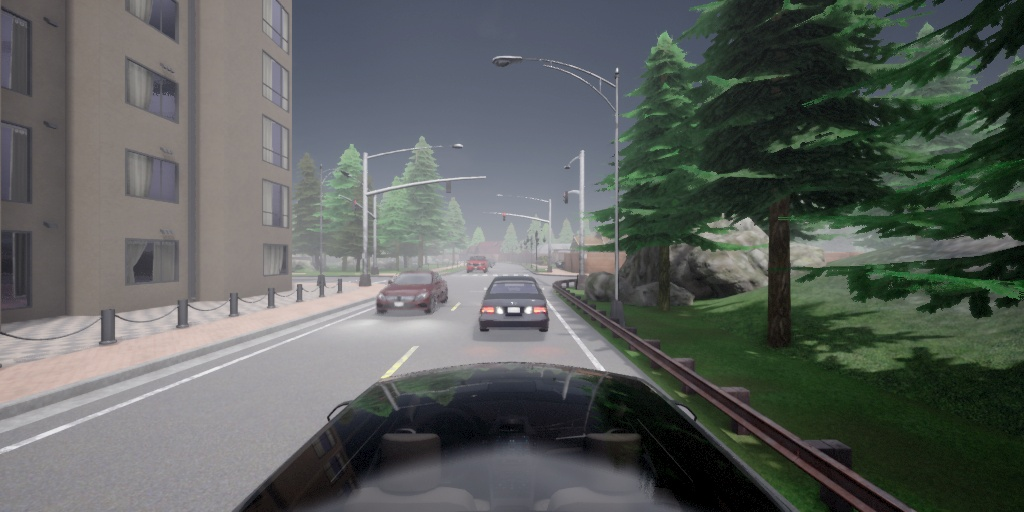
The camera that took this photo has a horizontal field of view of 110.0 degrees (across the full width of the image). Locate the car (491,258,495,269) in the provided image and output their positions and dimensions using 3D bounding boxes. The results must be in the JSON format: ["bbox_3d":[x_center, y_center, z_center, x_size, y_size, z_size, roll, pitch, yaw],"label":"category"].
[{"bbox_3d":[-4.078,1.226,57.249,1.837,1.490,4.892,0,0,0],"label":"car"}]

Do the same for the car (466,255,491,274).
[{"bbox_3d":[-3.974,0.942,41.636,2.150,2.045,5.566,0,0,-1],"label":"car"}]

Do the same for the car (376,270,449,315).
[{"bbox_3d":[-3.599,1.276,13.738,1.812,1.442,4.674,0,0,0],"label":"car"}]

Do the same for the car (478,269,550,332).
[{"bbox_3d":[0.066,1.297,10.825,2.033,1.411,5.357,0,0,1],"label":"car"}]
